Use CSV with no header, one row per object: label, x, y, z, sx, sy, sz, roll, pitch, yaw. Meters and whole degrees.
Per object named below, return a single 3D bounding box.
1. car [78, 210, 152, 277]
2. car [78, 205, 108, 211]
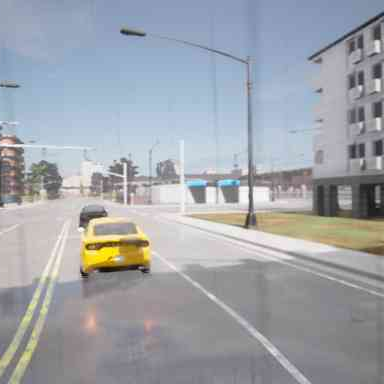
car,-2.593,1.561,10.737,1.882,1.535,5.008,0,0,-18
car,-7.126,1.676,24.081,1.882,1.535,5.008,0,0,-19
